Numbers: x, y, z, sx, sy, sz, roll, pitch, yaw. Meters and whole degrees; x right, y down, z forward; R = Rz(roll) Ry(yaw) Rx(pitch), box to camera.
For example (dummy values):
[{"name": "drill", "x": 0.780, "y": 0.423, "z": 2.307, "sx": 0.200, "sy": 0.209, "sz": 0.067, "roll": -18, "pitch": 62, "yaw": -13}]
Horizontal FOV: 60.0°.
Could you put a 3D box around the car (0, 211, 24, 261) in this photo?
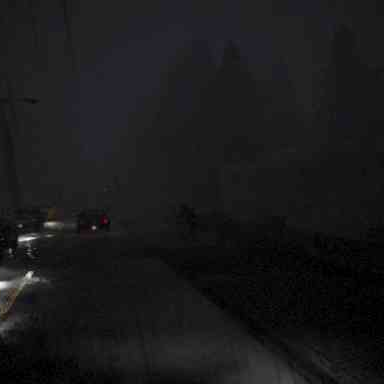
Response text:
[{"name": "car", "x": -8.037, "y": 1.739, "z": 12.938, "sx": 1.812, "sy": 1.442, "sz": 4.674, "roll": -2, "pitch": 0, "yaw": -19}]

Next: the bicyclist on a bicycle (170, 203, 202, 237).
[{"name": "bicyclist on a bicycle", "x": -0.310, "y": 1.358, "z": 16.250, "sx": 1.656, "sy": 1.620, "sz": 0.582, "roll": -2, "pitch": 0, "yaw": -18}]

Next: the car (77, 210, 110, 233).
[{"name": "car", "x": -6.304, "y": 1.769, "z": 21.170, "sx": 1.895, "sy": 1.301, "sz": 4.718, "roll": -2, "pitch": 0, "yaw": -18}]

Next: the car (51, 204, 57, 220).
[{"name": "car", "x": -14.271, "y": 1.857, "z": 32.232, "sx": 1.882, "sy": 1.535, "sz": 5.008, "roll": -2, "pitch": 0, "yaw": -18}]

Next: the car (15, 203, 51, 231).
[{"name": "car", "x": -11.137, "y": 1.787, "z": 22.468, "sx": 2.128, "sy": 1.511, "sz": 4.902, "roll": -2, "pitch": 0, "yaw": -18}]
